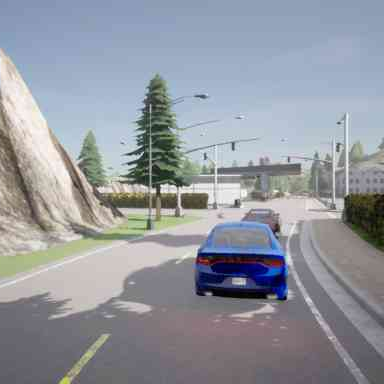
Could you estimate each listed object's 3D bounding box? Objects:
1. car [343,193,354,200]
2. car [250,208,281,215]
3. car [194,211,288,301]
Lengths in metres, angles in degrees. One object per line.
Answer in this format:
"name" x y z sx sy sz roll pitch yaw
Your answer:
"car" 40.213 1.077 83.015 3.866 1.878 1.905 0 0 19
"car" 3.699 1.564 17.701 1.994 1.385 4.181 0 0 17
"car" 1.293 1.478 8.513 1.882 1.535 5.008 0 0 10
